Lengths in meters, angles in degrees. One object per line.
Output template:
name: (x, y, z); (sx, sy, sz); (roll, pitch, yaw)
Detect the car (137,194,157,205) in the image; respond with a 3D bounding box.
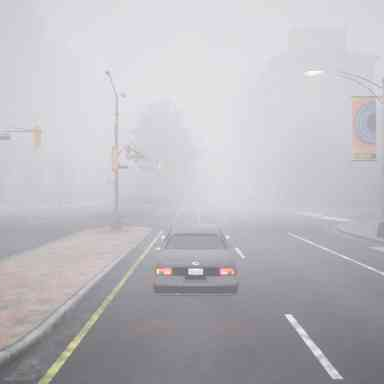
car: (-7.983, 1.564, 58.944); (1.994, 1.385, 4.181); (0, 0, 1)

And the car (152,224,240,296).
car: (0.087, 1.547, 8.782); (2.033, 1.411, 5.357); (0, 0, 0)

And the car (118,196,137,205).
car: (-11.478, 1.491, 59.629); (2.128, 1.511, 4.902); (0, 0, 0)

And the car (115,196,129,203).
car: (-14.644, 1.595, 69.433); (1.895, 1.301, 4.718); (0, 0, 0)

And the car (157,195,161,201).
car: (-7.916, 1.526, 67.462); (1.812, 1.442, 4.674); (0, 0, 1)

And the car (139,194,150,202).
car: (-11.379, 1.355, 79.562); (2.097, 1.767, 4.553); (0, 0, 0)

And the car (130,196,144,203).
car: (-11.395, 1.525, 69.551); (2.128, 1.511, 4.902); (0, 0, 0)

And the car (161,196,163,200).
car: (-7.882, 1.500, 77.791); (1.837, 1.490, 4.892); (0, 0, 0)
